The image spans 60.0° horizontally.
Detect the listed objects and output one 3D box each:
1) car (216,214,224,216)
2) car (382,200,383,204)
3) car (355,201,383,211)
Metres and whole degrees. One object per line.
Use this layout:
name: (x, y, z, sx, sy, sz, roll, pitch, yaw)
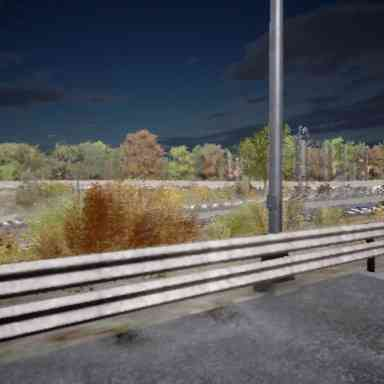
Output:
car: (5.939, 4.944, 65.090, 4.718, 1.301, 1.895, -4, 3, -19)
car: (44.424, 2.343, 74.585, 4.892, 1.490, 1.837, -4, 3, -19)
car: (35.842, 3.081, 67.975, 5.008, 1.535, 1.882, -4, 3, -19)
